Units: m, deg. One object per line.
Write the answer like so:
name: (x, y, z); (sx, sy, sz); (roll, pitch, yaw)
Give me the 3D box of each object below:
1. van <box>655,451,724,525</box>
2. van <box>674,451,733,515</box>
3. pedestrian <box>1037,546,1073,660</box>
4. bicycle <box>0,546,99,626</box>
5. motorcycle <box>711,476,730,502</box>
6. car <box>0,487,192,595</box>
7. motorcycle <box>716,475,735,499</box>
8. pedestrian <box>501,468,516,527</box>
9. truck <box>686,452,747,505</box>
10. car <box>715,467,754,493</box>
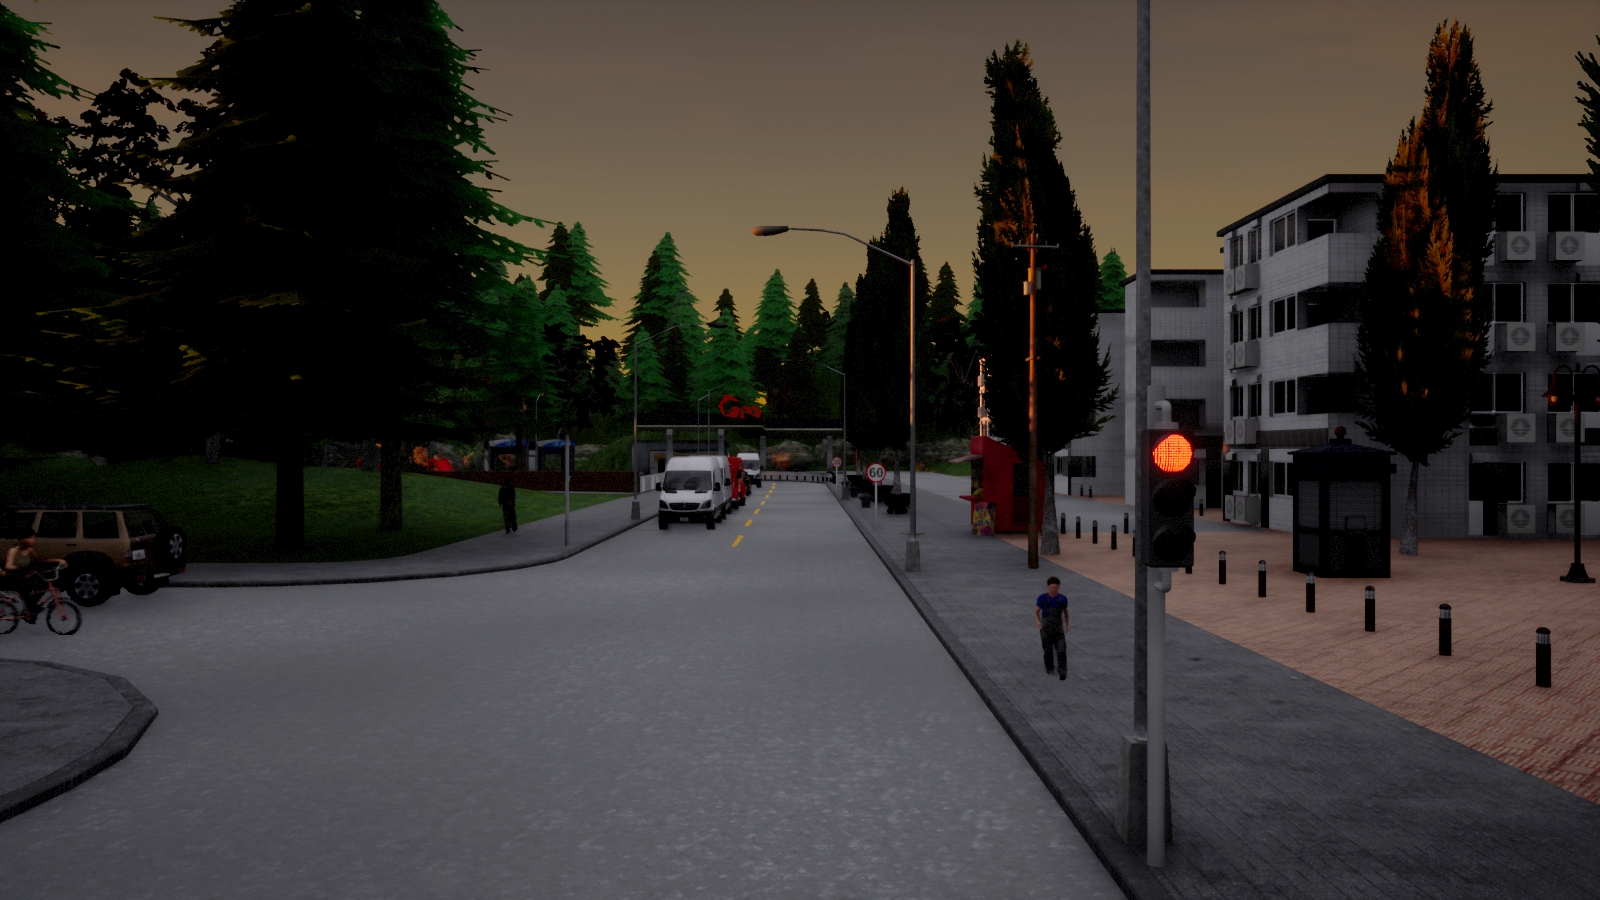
van: (-4.013, 1.307, 42.390); (1.988, 2.561, 5.915); (0, 0, 0)
van: (-4.007, 1.306, 48.327); (1.988, 2.561, 5.915); (0, 0, 0)
pedestrian: (3.022, 1.802, 13.572); (0.375, 1.300, 0.375); (0, 0, 5)
bicycle: (-11.548, 2.033, 17.191); (1.487, 1.080, 0.859); (0, 1, 1)
motorcycle: (-3.975, 1.953, 57.177); (0.856, 1.236, 1.805); (0, 0, 0)
car: (-14.069, 1.640, 21.141); (4.605, 1.855, 1.932); (0, 0, 0)
motorcycle: (-3.988, 1.975, 61.268); (0.867, 1.251, 2.209); (0, 0, 0)
pedestrian: (-9.289, 1.519, 36.418); (0.375, 1.860, 0.375); (0, 0, 0)
truck: (-3.995, 1.339, 55.631); (2.627, 2.467, 5.204); (0, 0, 0)
car: (-3.975, 1.816, 70.543); (2.128, 1.511, 4.902); (0, 0, 0)
